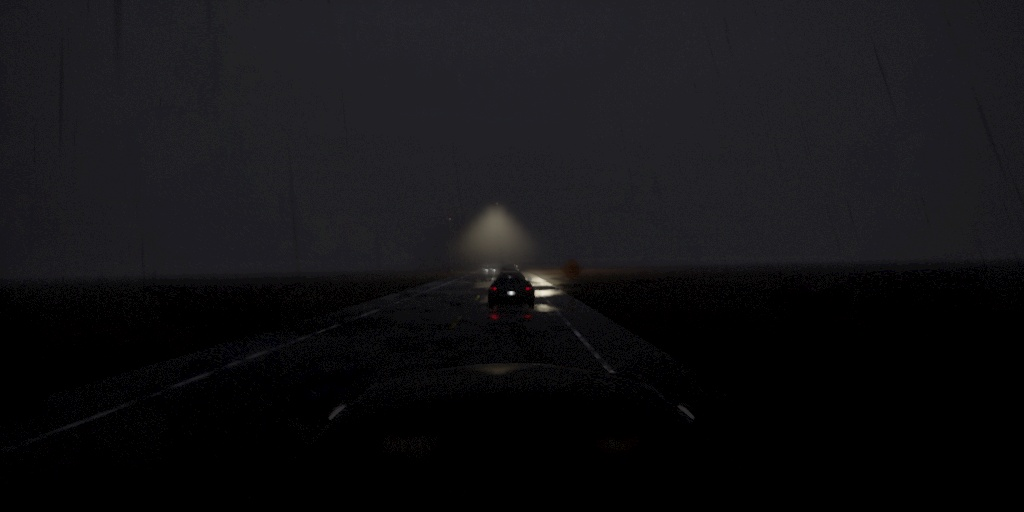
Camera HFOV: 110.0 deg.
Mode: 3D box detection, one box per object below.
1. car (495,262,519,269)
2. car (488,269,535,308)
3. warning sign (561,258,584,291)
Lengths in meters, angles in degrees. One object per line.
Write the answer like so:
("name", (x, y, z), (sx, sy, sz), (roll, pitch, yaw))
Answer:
("car", (-0.134, 1.531, 31.173), (2.128, 1.511, 4.902), (0, 0, 0))
("car", (-0.028, 1.453, 16.137), (1.994, 1.385, 4.181), (0, -1, 0))
("warning sign", (3.494, 1.050, 20.811), (1.300, 1.860, 1.060), (0, 0, 0))
